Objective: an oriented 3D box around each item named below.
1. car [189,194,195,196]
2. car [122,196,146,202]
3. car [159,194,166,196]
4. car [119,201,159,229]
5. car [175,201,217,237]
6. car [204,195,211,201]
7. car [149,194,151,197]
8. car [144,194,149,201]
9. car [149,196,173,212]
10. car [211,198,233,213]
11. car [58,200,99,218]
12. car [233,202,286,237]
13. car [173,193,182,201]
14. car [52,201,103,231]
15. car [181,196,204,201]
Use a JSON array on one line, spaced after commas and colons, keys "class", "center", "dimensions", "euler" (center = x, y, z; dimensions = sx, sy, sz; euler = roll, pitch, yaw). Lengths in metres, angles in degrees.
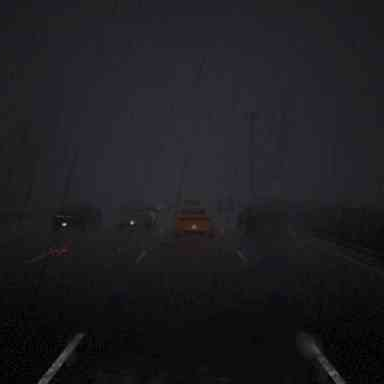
[{"class": "car", "center": [-0.005, 1.301, 76.372], "dimensions": [2.097, 1.767, 4.553], "euler": [0, 0, 0]}, {"class": "car", "center": [-6.901, 1.450, 37.975], "dimensions": [1.882, 1.535, 5.008], "euler": [0, 0, 0]}, {"class": "car", "center": [-7.016, 1.299, 79.287], "dimensions": [2.097, 1.767, 4.553], "euler": [0, 0, 0]}, {"class": "car", "center": [-3.401, 1.510, 21.262], "dimensions": [1.812, 1.442, 4.674], "euler": [0, 0, 0]}, {"class": "car", "center": [0.099, 1.465, 17.929], "dimensions": [1.882, 1.535, 5.008], "euler": [0, 0, 0]}, {"class": "car", "center": [3.495, 1.486, 75.985], "dimensions": [2.033, 1.411, 5.357], "euler": [0, 0, 0]}, {"class": "car", "center": [-10.512, 1.272, 78.515], "dimensions": [1.882, 1.535, 5.008], "euler": [0, 0, 0]}, {"class": "car", "center": [-10.503, 1.470, 68.517], "dimensions": [1.812, 1.442, 4.674], "euler": [0, 0, 0]}, {"class": "car", "center": [-3.415, 1.499, 37.457], "dimensions": [1.812, 1.442, 4.674], "euler": [0, 0, 0]}, {"class": "car", "center": [3.598, 1.466, 36.370], "dimensions": [2.128, 1.511, 4.902], "euler": [0, 0, 0]}, {"class": "car", "center": [-10.401, 1.525, 31.052], "dimensions": [2.033, 1.411, 5.357], "euler": [0, 0, 0]}, {"class": "car", "center": [3.599, 1.465, 18.007], "dimensions": [1.882, 1.535, 5.008], "euler": [0, 0, 0]}, {"class": "car", "center": [-3.512, 1.170, 78.132], "dimensions": [2.150, 2.045, 5.566], "euler": [0, 0, 0]}, {"class": "car", "center": [-6.901, 1.490, 20.398], "dimensions": [1.837, 1.490, 4.892], "euler": [0, 0, 0]}, {"class": "car", "center": [0.098, 1.479, 36.453], "dimensions": [1.837, 1.490, 4.892], "euler": [0, 0, 0]}]
